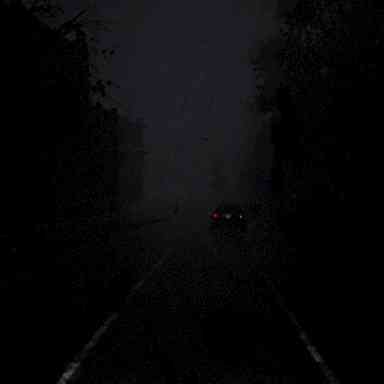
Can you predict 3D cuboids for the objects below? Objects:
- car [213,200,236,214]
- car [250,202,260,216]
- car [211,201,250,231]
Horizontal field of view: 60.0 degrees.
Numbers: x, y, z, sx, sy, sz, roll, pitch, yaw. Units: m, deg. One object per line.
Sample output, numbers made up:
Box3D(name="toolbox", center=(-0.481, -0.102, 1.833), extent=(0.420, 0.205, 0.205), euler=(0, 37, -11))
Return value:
Box3D(name="car", center=(4.113, 1.821, 41.292), extent=(1.994, 1.385, 4.181), euler=(2, 1, 18))
Box3D(name="car", center=(6.700, 1.846, 38.112), extent=(1.882, 1.535, 5.008), euler=(2, 0, 17))
Box3D(name="car", center=(2.562, 1.526, 22.192), extent=(2.097, 1.767, 4.553), euler=(1, 0, 11))
